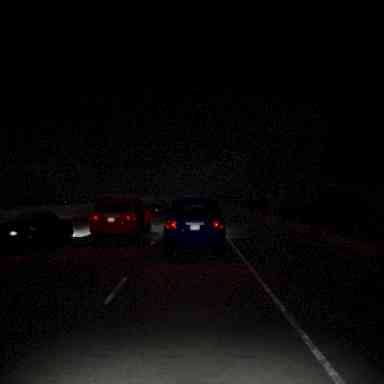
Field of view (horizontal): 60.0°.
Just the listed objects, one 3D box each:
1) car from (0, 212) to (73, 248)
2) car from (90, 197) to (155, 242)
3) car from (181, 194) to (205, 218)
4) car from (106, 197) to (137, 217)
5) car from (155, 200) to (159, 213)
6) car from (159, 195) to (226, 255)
[{"bbox_3d":[-6.904,1.586,14.906,1.994,1.385,4.181,0,0,0],"label":"car"},{"bbox_3d":[-3.404,1.248,16.669,2.150,2.045,5.566,0,0,0],"label":"car"},{"bbox_3d":[0.091,1.271,32.616,2.150,2.045,5.566,0,0,0],"label":"car"},{"bbox_3d":[-6.909,1.400,33.158,2.097,1.767,4.553,0,0,0],"label":"car"},{"bbox_3d":[-3.421,1.576,34.634,1.812,1.442,4.674,0,0,0],"label":"car"},{"bbox_3d":[0.096,1.243,13.484,2.150,2.045,5.566,0,0,0],"label":"car"}]
